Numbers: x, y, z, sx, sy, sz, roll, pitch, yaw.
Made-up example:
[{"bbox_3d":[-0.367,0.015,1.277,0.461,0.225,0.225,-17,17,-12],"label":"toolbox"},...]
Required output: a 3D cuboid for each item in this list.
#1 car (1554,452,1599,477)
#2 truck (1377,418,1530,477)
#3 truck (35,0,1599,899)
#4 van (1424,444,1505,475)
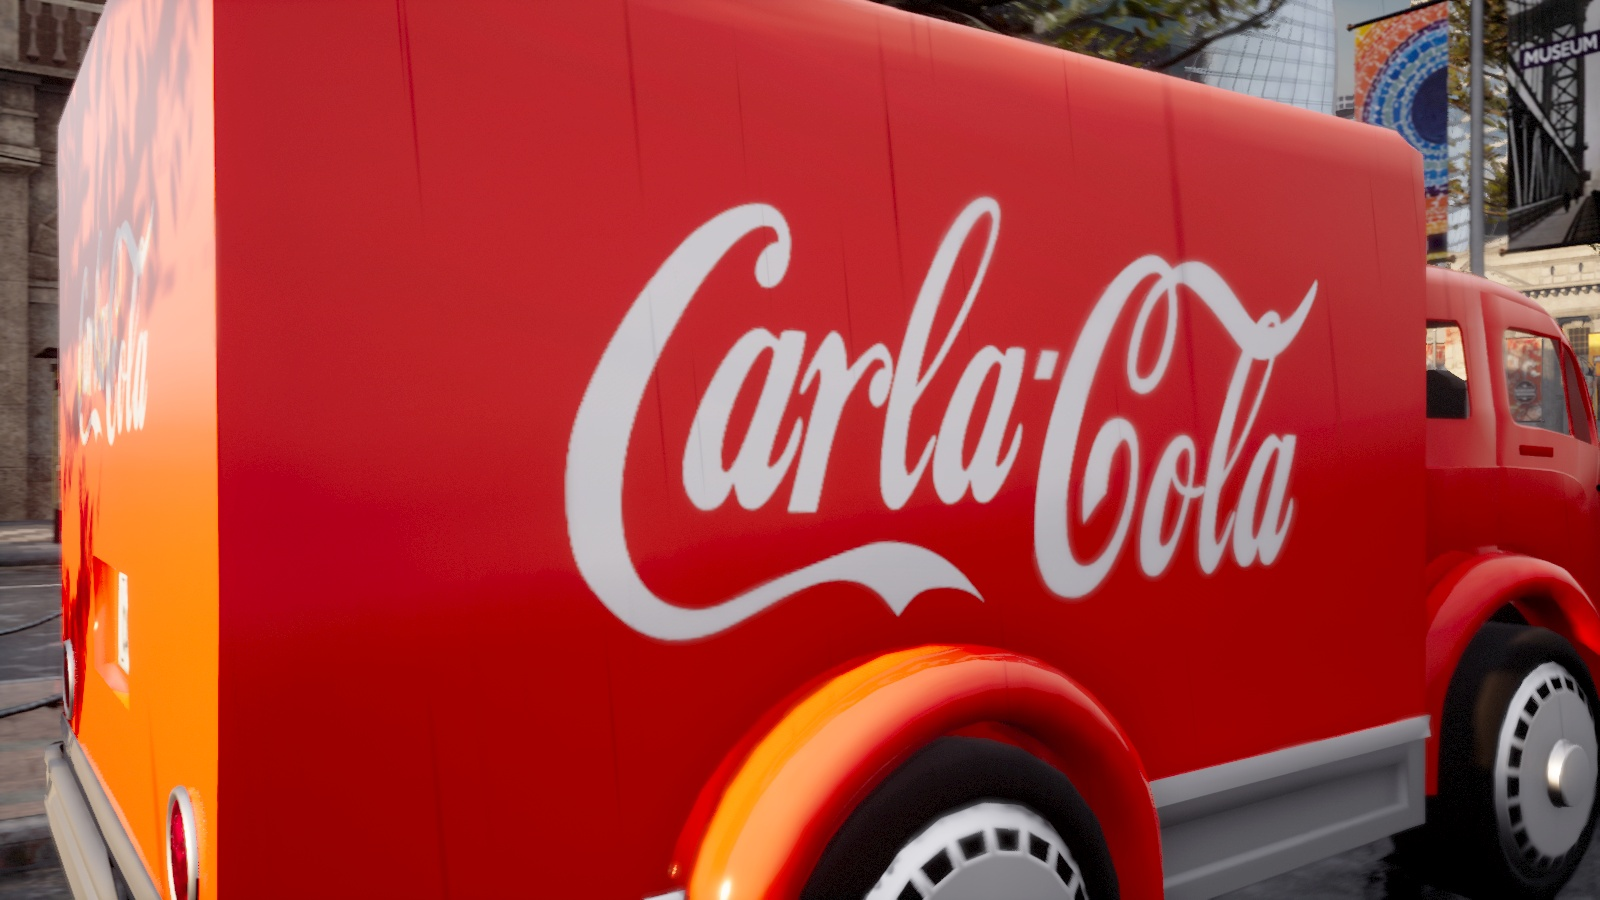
[{"bbox_3d":[47.325,0.836,73.722,1.837,1.490,4.892,0,0,-35],"label":"car"},{"bbox_3d":[40.270,-0.127,77.688,2.891,3.462,7.936,0,0,-35],"label":"truck"},{"bbox_3d":[0.631,0.268,4.118,5.204,2.467,2.627,0,0,-35],"label":"truck"},{"bbox_3d":[44.399,0.615,83.978,1.775,1.987,4.442,0,0,-35],"label":"van"}]
